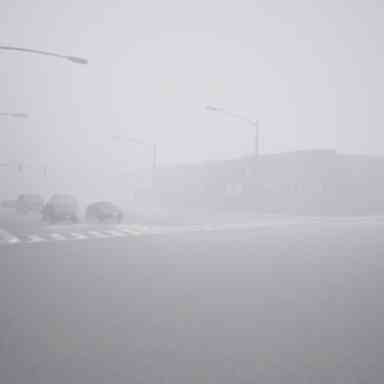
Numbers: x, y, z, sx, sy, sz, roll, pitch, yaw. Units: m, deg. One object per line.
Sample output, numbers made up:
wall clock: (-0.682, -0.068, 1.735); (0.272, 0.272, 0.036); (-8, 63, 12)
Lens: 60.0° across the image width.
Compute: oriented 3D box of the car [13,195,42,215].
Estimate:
car: (-17.404, 1.297, 35.840); (2.150, 2.045, 5.566); (1, -1, -35)

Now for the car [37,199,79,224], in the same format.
car: (-10.378, 1.577, 25.971); (1.837, 1.490, 4.892); (1, 0, -36)

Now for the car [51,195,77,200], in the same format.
car: (-14.665, 1.332, 38.023); (2.150, 2.045, 5.566); (1, 0, -36)

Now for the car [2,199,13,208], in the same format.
car: (-26.454, 1.743, 48.670); (1.895, 1.301, 4.718); (1, 0, -36)

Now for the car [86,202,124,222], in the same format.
car: (-7.349, 1.602, 27.765); (2.128, 1.511, 4.902); (1, 0, -35)

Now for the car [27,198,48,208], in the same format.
car: (-23.622, 1.641, 50.728); (2.128, 1.511, 4.902); (1, 0, -36)
